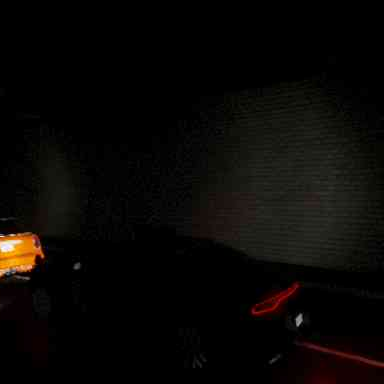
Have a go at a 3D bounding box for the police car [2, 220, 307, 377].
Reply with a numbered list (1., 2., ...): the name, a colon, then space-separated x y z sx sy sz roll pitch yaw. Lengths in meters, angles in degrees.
1. police car: -0.814 1.419 5.647 5.238 1.638 1.930 0 0 33

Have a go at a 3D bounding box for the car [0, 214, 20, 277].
1. car: -6.191 1.348 8.889 4.553 1.767 2.097 0 0 29
